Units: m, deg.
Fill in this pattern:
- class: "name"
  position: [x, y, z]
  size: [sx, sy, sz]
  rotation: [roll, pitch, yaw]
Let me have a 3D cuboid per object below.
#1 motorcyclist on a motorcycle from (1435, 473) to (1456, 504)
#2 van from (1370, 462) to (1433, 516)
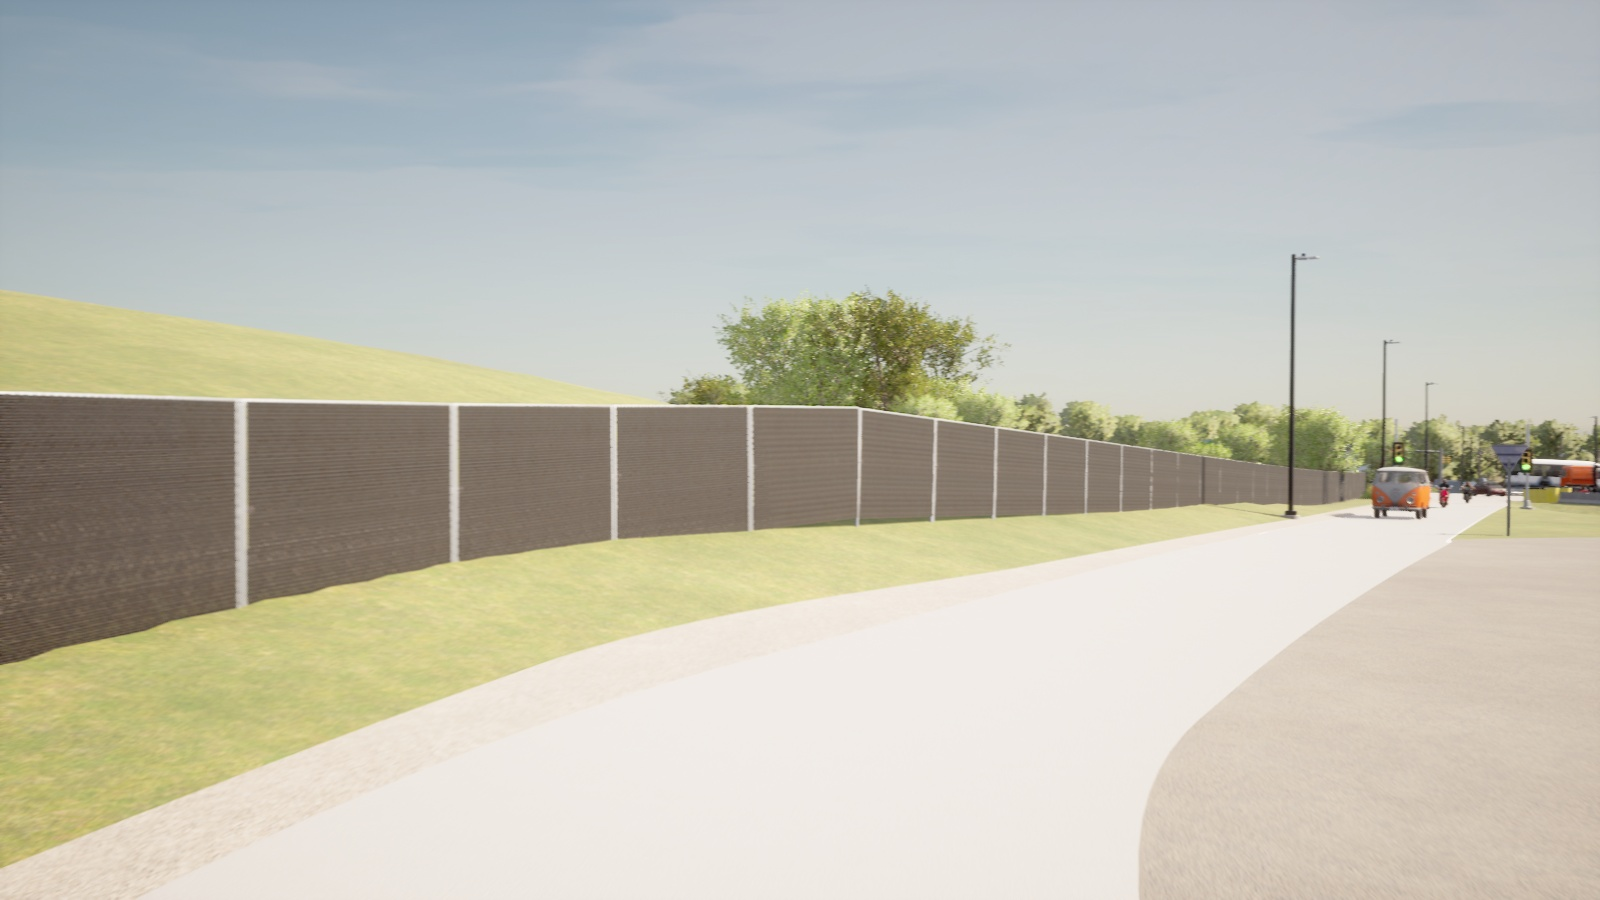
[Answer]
- class: "motorcyclist on a motorcycle"
  position: [34.811, 2.066, 67.684]
  size: [0.866, 1.590, 1.817]
  rotation: [0, -1, 31]
- class: "van"
  position: [23.476, 1.483, 48.901]
  size: [1.775, 1.987, 4.442]
  rotation: [0, -1, 31]
